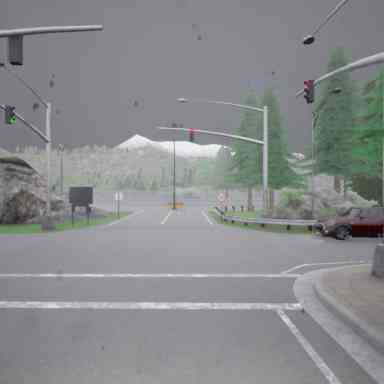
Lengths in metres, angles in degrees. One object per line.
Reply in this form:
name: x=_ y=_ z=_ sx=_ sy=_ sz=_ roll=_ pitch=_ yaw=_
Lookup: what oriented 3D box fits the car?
car: x=8.780 y=1.544 z=17.276 sx=4.553 sy=1.767 sz=2.097 roll=0 pitch=0 yaw=1
